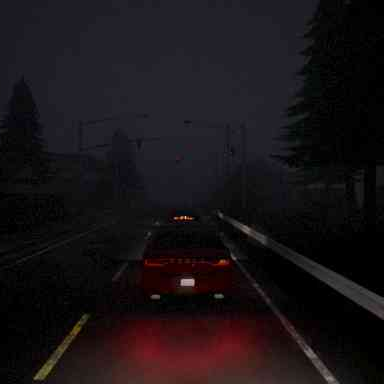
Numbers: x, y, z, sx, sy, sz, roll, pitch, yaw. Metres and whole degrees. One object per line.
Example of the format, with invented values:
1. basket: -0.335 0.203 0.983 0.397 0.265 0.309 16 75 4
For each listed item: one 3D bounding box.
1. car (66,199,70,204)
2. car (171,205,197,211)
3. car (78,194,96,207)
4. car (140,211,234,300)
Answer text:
1. car: -22.005 1.444 55.597 2.242 1.667 4.611 0 0 -3
2. car: -0.477 1.493 18.860 1.837 1.490 4.892 0 0 -2
3. car: -16.163 1.280 51.506 1.905 1.878 3.866 0 0 -3
4. car: -0.152 1.472 8.453 1.882 1.535 5.008 0 0 -2
